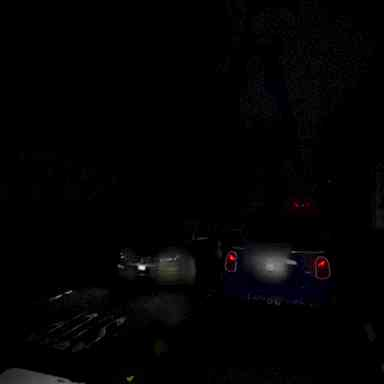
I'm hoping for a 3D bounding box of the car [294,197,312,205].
[{"bbox_3d":[12.610,1.478,37.688,2.033,1.411,5.357,0,0,20],"label":"car"}]

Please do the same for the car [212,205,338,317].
[{"bbox_3d":[2.141,1.350,7.822,2.097,1.767,4.553,0,0,19],"label":"car"}]

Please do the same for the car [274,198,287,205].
[{"bbox_3d":[10.906,1.509,42.073,1.994,1.385,4.181,0,0,19],"label":"car"}]

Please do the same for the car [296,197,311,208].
[{"bbox_3d":[15.669,1.429,46.629,1.994,1.385,4.181,0,0,19],"label":"car"}]

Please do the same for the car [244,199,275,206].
[{"bbox_3d":[4.692,1.467,24.547,1.882,1.535,5.008,0,0,19],"label":"car"}]

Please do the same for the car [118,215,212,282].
[{"bbox_3d":[-0.373,1.503,10.022,1.837,1.490,4.892,0,0,19],"label":"car"}]
